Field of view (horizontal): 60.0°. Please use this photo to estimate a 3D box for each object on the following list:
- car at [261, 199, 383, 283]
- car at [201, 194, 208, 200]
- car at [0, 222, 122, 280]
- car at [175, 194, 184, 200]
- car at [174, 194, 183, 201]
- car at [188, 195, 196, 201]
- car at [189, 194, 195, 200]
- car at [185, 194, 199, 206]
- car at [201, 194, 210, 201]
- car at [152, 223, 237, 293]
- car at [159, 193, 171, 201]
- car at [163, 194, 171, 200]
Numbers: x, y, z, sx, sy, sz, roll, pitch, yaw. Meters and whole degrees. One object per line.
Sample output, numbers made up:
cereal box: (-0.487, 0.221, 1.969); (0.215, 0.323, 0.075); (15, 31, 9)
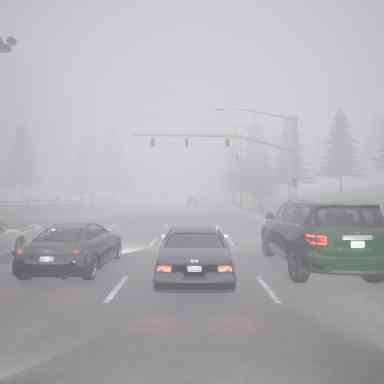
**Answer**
car: (3.572, 1.221, 9.816); (2.150, 2.045, 5.566); (0, 0, 0)
car: (3.509, 1.310, 94.097); (1.882, 1.535, 5.008); (0, 0, 0)
car: (-3.433, 1.564, 9.921); (1.994, 1.385, 4.181); (0, 0, 1)
car: (-3.491, 1.358, 94.098); (2.128, 1.511, 4.902); (0, 0, 0)
car: (-3.492, 1.517, 84.095); (1.812, 1.442, 4.674); (0, 0, 0)
car: (0.008, 1.531, 83.678); (2.033, 1.411, 5.357); (0, 0, 0)
car: (0.009, 1.310, 94.098); (1.882, 1.535, 5.008); (0, 0, 0)
car: (0.003, 1.352, 53.035); (2.097, 1.767, 4.553); (0, 0, 0)
car: (3.508, 1.492, 83.677); (1.837, 1.490, 4.892); (0, 0, 0)
car: (0.067, 1.547, 8.996); (2.033, 1.411, 5.357); (0, 0, 0)
car: (-6.992, 1.217, 83.708); (2.150, 2.045, 5.566); (0, 0, 0)
car: (-6.991, 1.385, 94.098); (1.994, 1.385, 4.181); (0, 0, 0)
